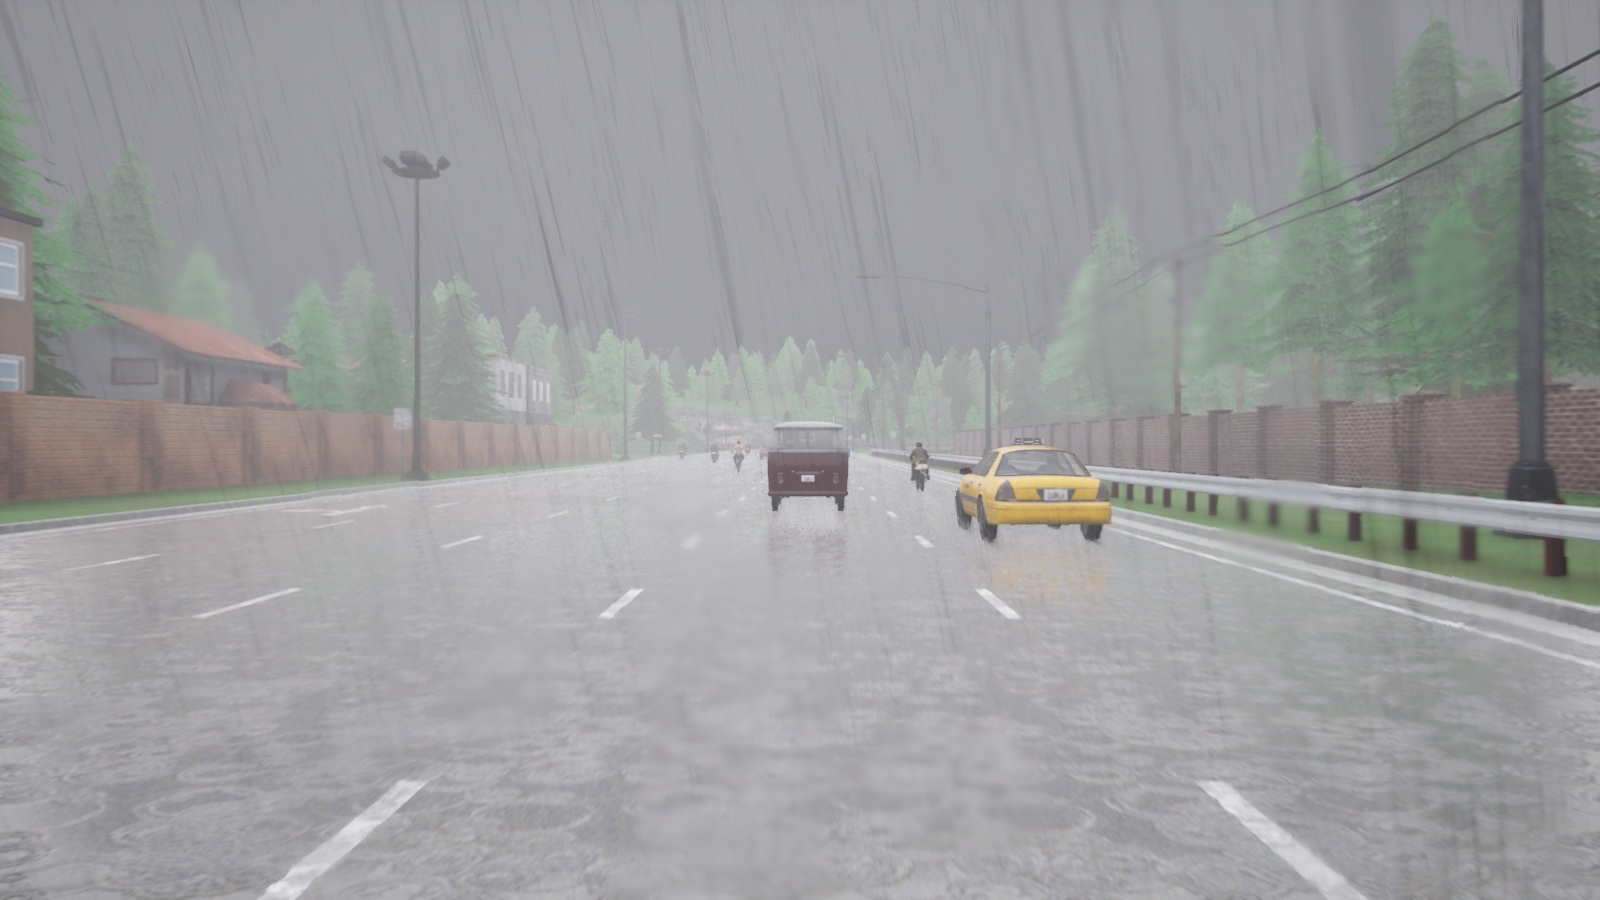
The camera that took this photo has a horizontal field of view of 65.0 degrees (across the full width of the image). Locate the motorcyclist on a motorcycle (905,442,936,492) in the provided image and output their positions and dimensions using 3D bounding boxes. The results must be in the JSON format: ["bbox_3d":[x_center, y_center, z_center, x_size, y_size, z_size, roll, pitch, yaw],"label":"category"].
[{"bbox_3d":[3.740,0.514,39.053,0.797,1.523,2.044,0,0,0],"label":"motorcyclist on a motorcycle"}]

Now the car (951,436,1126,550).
[{"bbox_3d":[3.631,0.578,20.072,1.801,1.575,5.366,0,0,0],"label":"car"}]

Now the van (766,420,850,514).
[{"bbox_3d":[0.181,0.339,28.800,1.775,1.987,4.442,0,0,0],"label":"van"}]
